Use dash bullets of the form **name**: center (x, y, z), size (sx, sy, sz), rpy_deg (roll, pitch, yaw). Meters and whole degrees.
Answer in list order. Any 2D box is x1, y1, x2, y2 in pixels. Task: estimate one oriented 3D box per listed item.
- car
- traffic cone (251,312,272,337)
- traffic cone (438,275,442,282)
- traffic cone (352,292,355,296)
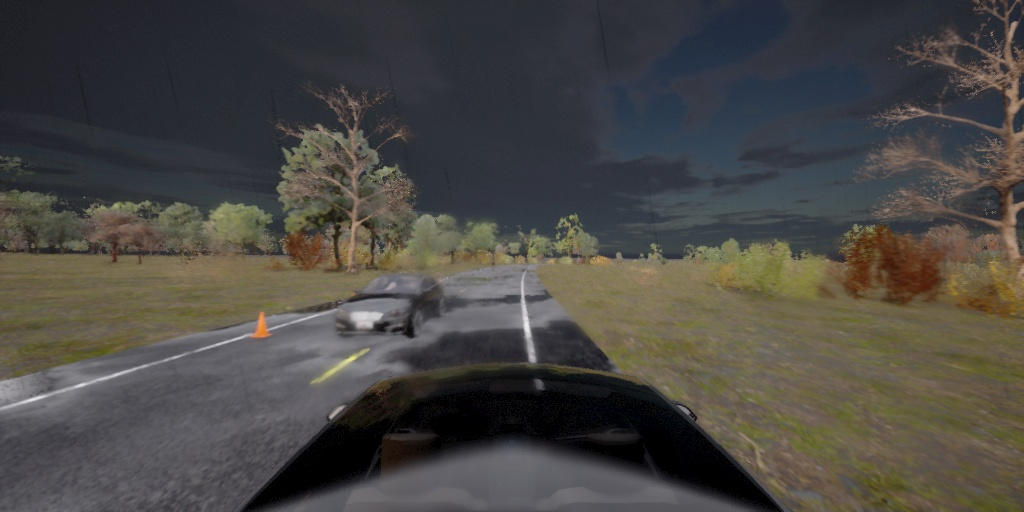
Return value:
- **car**: center (-3.157, 1.245, 10.210), size (2.128, 1.511, 4.902), rpy_deg (0, 0, 1)
- **traffic cone**: center (-6.233, 1.696, 8.937), size (0.340, 0.580, 0.340), rpy_deg (0, 0, 0)
- **traffic cone**: center (-5.819, 1.768, 29.012), size (0.340, 0.580, 0.340), rpy_deg (0, 0, 2)
- **traffic cone**: center (-6.176, 1.709, 13.957), size (0.340, 0.580, 0.340), rpy_deg (0, 0, 1)
